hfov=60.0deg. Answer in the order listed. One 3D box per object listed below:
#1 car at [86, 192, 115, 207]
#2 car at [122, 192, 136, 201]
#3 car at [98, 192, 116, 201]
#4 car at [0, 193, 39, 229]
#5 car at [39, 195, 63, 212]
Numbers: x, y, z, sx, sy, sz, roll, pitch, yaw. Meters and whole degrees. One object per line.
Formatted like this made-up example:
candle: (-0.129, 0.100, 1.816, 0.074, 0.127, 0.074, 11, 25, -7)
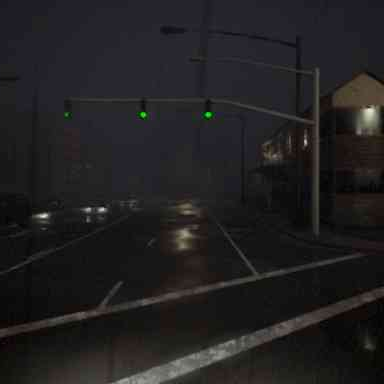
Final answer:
car: (-10.615, 0.923, 38.118, 1.812, 1.442, 4.674, 0, 2, 0)
car: (-10.553, 0.739, 55.940, 1.812, 1.442, 4.674, 0, 0, 0)
car: (-14.059, 0.700, 55.174, 1.812, 1.442, 4.674, 0, 0, 0)
car: (-10.616, 1.105, 17.626, 2.150, 2.045, 5.566, 0, 1, 0)
car: (-14.124, 1.045, 32.087, 1.882, 1.535, 5.008, 0, 2, 0)
